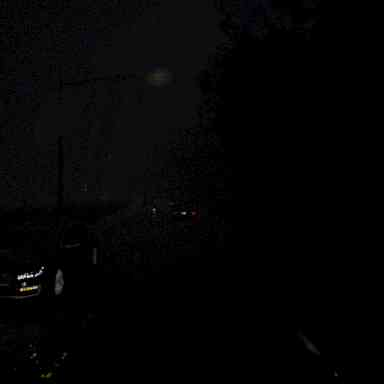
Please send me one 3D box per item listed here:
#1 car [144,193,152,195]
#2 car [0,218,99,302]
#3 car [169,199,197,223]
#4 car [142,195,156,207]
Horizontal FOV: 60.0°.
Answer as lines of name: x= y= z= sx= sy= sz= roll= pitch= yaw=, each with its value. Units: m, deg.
car: x=-11.724 y=0.961 z=87.609 sx=1.882 sy=1.535 sz=5.008 roll=0 pitch=0 yaw=-11
car: x=-3.729 y=1.487 z=8.441 sx=1.837 sy=1.490 sz=4.892 roll=0 pitch=0 yaw=-1
car: x=-0.654 y=1.497 z=25.370 sx=2.033 sy=1.411 sz=5.357 roll=0 pitch=0 yaw=-3
car: x=-6.059 y=1.488 z=47.343 sx=1.895 sy=1.301 sz=4.718 roll=0 pitch=0 yaw=-6
